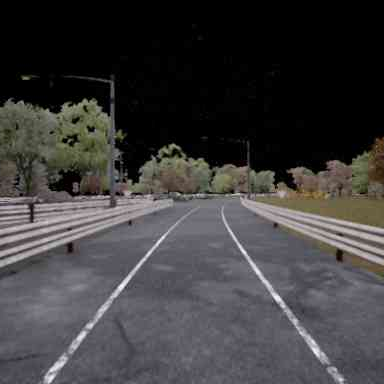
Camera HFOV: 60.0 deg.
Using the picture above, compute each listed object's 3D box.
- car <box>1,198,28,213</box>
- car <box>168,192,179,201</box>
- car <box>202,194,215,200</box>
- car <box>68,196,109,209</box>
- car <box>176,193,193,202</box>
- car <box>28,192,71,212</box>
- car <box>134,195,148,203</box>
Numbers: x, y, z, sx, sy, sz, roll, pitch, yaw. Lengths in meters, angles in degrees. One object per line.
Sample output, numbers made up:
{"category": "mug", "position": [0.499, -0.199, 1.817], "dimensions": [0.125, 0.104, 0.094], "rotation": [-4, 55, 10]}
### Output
{"category": "car", "position": [-16.940, 1.320, 33.925], "dimensions": [2.033, 1.411, 5.357], "rotation": [0, 0, 12]}
{"category": "car", "position": [-3.582, 1.080, 73.251], "dimensions": [2.150, 2.045, 5.566], "rotation": [0, 0, 16]}
{"category": "car", "position": [4.830, 1.388, 89.780], "dimensions": [1.837, 1.490, 4.892], "rotation": [0, 0, 17]}
{"category": "car", "position": [-9.924, 1.297, 33.163], "dimensions": [1.812, 1.442, 4.674], "rotation": [0, 0, 12]}
{"category": "car", "position": [-1.163, 1.445, 68.859], "dimensions": [1.895, 1.301, 4.718], "rotation": [0, 0, 15]}
{"category": "car", "position": [-13.438, 0.993, 33.579], "dimensions": [2.150, 2.045, 5.566], "rotation": [0, 0, 12]}
{"category": "car", "position": [-9.631, 1.363, 64.140], "dimensions": [1.812, 1.442, 4.674], "rotation": [0, 0, 15]}
